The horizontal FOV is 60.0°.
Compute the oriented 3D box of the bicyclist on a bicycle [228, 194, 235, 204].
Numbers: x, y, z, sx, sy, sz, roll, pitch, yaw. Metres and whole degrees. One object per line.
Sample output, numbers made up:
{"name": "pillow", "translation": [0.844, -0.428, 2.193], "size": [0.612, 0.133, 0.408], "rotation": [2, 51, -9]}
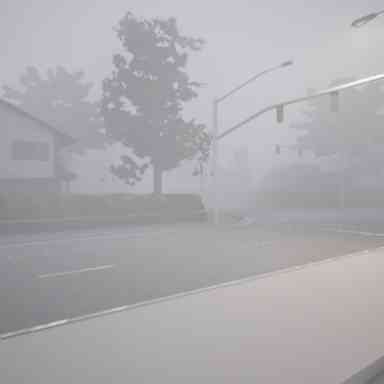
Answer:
{"name": "bicyclist on a bicycle", "translation": [6.190, 1.064, 51.882], "size": [1.656, 1.620, 0.582], "rotation": [-1, 0, -37]}

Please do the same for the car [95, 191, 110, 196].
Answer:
{"name": "car", "translation": [-20.446, 0.865, 75.697], "size": [2.150, 2.045, 5.566], "rotation": [0, 0, -37]}
